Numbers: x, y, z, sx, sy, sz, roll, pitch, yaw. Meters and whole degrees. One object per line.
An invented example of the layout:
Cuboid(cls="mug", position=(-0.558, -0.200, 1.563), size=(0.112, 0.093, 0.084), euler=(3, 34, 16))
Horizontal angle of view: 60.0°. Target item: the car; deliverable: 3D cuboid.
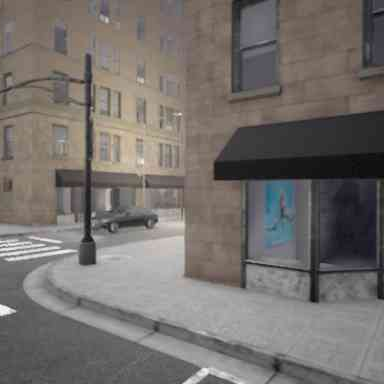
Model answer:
Cuboid(cls="car", position=(-3.982, 1.529, 19.819), size=(1.812, 1.442, 4.674), euler=(0, 0, 37))
